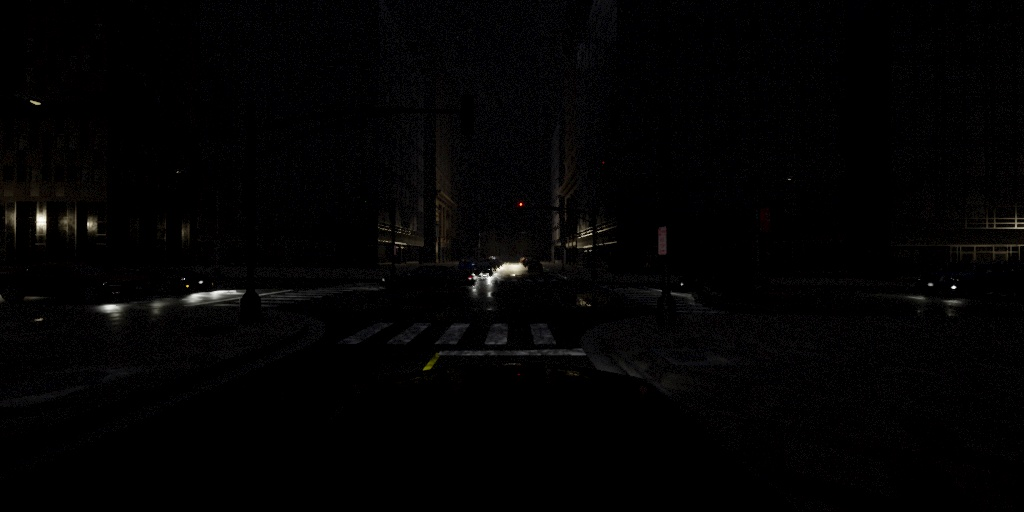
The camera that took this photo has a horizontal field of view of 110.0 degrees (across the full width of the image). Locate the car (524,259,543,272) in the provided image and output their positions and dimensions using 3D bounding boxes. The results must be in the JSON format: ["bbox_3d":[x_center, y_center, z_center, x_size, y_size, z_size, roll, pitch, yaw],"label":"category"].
[{"bbox_3d":[2.880,1.280,45.065,1.948,1.339,4.313,0,0,0],"label":"car"}]

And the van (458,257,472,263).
[{"bbox_3d":[-5.646,1.056,45.118,1.690,1.789,3.998,0,0,0],"label":"van"}]

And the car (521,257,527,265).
[{"bbox_3d":[2.988,1.266,62.013,1.802,1.307,4.207,0,0,0],"label":"car"}]

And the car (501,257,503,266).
[{"bbox_3d":[-2.796,1.222,56.221,1.812,1.442,4.674,0,0,0],"label":"car"}]

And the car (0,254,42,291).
[{"bbox_3d":[-27.029,0.759,17.843,4.553,1.767,2.097,1,0,0],"label":"car"}]

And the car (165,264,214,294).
[{"bbox_3d":[-17.419,1.094,17.786,4.181,1.385,1.994,1,0,0],"label":"car"}]

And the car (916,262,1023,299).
[{"bbox_3d":[27.299,1.360,20.982,5.566,2.045,2.150,1,0,1],"label":"car"}]

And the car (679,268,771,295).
[{"bbox_3d":[12.432,1.442,21.070,4.892,1.490,1.837,1,0,0],"label":"car"}]

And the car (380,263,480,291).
[{"bbox_3d":[-4.821,1.274,21.157,5.357,1.411,2.033,1,0,0],"label":"car"}]

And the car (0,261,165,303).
[{"bbox_3d":[-17.610,0.993,14.537,5.008,1.535,1.882,1,0,0],"label":"car"}]

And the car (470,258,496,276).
[{"bbox_3d":[-2.930,1.251,37.204,1.812,1.442,4.674,0,0,0],"label":"car"}]

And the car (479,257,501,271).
[{"bbox_3d":[-2.875,1.205,46.321,2.128,1.511,4.902,0,0,0],"label":"car"}]
